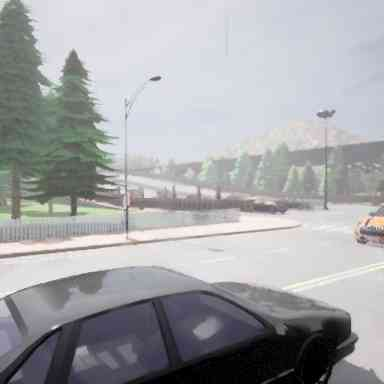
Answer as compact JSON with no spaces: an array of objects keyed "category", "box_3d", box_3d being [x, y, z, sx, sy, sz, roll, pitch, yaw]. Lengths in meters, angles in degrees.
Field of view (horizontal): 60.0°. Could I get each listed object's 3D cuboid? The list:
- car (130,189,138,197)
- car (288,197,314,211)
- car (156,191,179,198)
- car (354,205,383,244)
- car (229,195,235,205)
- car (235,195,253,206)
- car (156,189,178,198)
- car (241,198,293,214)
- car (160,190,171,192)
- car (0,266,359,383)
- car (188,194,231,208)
[{"category":"car","box_3d":[-10.018,0.230,57.666,1.837,1.490,4.892,0,6,-37]},{"category":"car","box_3d":[12.170,1.415,39.892,2.128,1.511,4.902,0,0,-37]},{"category":"car","box_3d":[-3.938,1.100,49.549,1.994,1.385,4.181,0,3,-37]},{"category":"car","box_3d":[9.176,1.329,14.712,4.553,1.767,2.097,0,0,-35]},{"category":"car","box_3d":[6.690,1.213,47.105,2.097,1.767,4.553,0,1,-37]},{"category":"car","box_3d":[7.894,1.407,39.733,1.882,1.535,5.008,0,0,-37]},{"category":"car","box_3d":[-4.722,0.260,62.290,1.895,1.301,4.718,0,6,-36]},{"category":"car","box_3d":[7.588,1.545,34.285,1.895,1.301,4.718,0,0,-36]},{"category":"car","box_3d":[-3.861,0.785,55.266,1.994,1.385,4.181,0,5,-37]},{"category":"car","box_3d":[-0.508,1.545,3.383,5.357,1.411,2.033,0,0,-36]},{"category":"car","box_3d":[2.081,1.399,41.599,2.128,1.511,4.902,0,1,-37]}]
